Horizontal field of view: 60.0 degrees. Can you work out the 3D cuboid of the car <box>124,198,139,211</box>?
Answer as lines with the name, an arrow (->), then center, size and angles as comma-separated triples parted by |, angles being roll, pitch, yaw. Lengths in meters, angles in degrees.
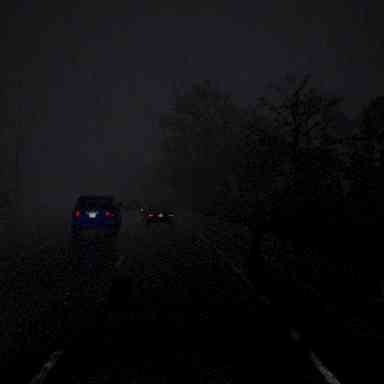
car -> -7.254, 1.435, 40.025 | 2.128, 1.511, 4.902 | 0, 0, -19

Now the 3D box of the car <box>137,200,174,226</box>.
car -> -2.488, 1.513, 23.278 | 2.033, 1.411, 5.357 | 0, 0, -12

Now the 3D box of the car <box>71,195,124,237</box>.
car -> -5.099, 1.197, 18.248 | 2.150, 2.045, 5.566 | 0, 0, -9
